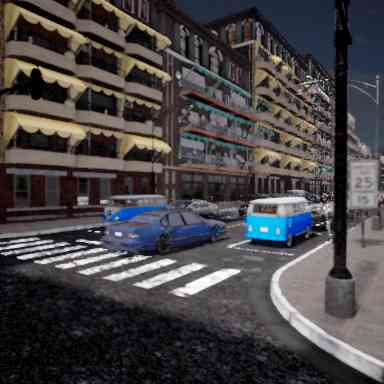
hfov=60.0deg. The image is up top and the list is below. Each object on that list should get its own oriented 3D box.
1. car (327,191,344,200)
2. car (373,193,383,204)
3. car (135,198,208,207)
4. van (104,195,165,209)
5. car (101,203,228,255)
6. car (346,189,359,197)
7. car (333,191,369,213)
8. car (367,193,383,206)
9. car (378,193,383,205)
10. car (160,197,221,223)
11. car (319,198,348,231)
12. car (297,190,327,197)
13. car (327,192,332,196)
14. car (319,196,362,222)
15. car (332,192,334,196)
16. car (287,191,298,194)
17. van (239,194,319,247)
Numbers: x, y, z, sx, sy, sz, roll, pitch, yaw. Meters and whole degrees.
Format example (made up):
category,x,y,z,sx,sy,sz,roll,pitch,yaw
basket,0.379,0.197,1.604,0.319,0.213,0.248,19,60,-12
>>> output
category,x,y,z,sx,sy,sz,roll,pitch,yaw
car,25.904,0.576,59.852,2.008,1.369,4.403,2,2,35
car,26.292,0.816,45.845,1.947,1.339,4.313,2,2,35
car,-0.414,1.219,17.987,2.128,1.511,4.902,1,1,35
van,-3.113,1.061,18.624,1.690,1.788,3.998,2,2,35
car,-0.787,1.364,12.640,2.033,1.411,5.357,1,1,39
car,35.578,0.237,73.590,1.967,1.590,4.097,2,2,35
car,13.395,0.999,27.520,1.967,1.590,4.097,2,2,35
car,23.067,0.872,41.263,1.887,1.381,4.507,2,2,35
car,19.842,0.986,36.684,1.802,1.307,4.206,2,2,35
car,0.011,1.170,23.069,1.752,1.417,4.829,2,2,35
car,6.945,1.265,18.362,2.008,1.369,4.403,2,2,35
car,12.957,0.894,36.933,2.128,1.511,4.902,1,2,36
car,19.455,0.745,50.691,1.947,1.339,4.313,2,2,35
car,10.170,1.202,22.943,1.947,1.339,4.313,2,2,35
car,22.680,0.647,55.271,1.887,1.381,4.507,2,2,35
car,9.782,0.961,36.949,2.008,1.369,4.403,2,2,35
van,3.723,1.133,13.777,1.690,1.788,3.998,2,2,35
